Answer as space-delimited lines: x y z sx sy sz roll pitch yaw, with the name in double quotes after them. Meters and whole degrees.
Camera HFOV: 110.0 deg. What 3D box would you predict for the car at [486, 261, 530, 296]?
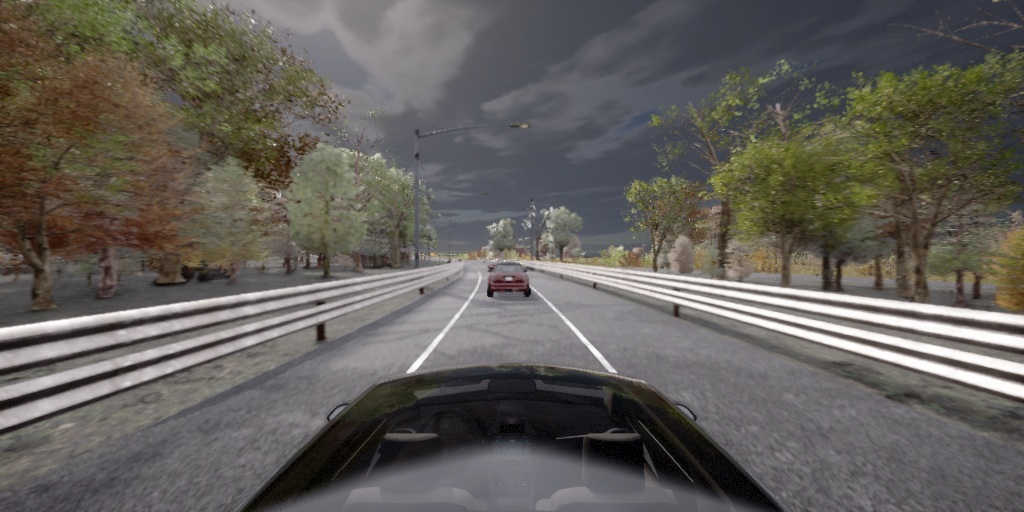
-0.235 1.124 19.409 2.097 1.767 4.553 0 0 -2 "car"
